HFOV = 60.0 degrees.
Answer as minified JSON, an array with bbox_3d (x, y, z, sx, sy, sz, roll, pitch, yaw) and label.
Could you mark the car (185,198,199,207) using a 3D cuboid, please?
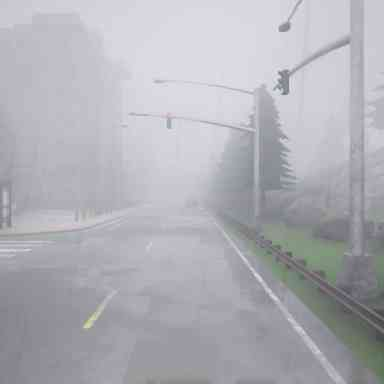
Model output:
[{"bbox_3d":[-0.013,1.564,50.635,1.994,1.385,4.181,0,0,0],"label":"car"}]
